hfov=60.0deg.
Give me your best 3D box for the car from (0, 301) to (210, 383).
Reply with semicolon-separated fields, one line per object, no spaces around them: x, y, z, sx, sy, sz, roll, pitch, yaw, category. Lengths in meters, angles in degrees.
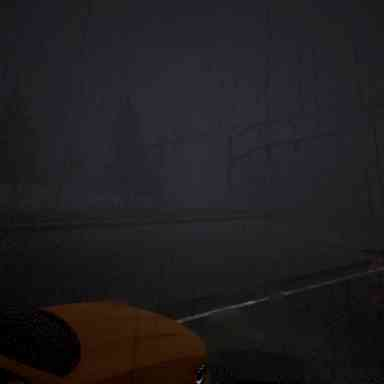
-2.107;1.473;2.241;5.008;1.535;1.882;1;0;-35;car
